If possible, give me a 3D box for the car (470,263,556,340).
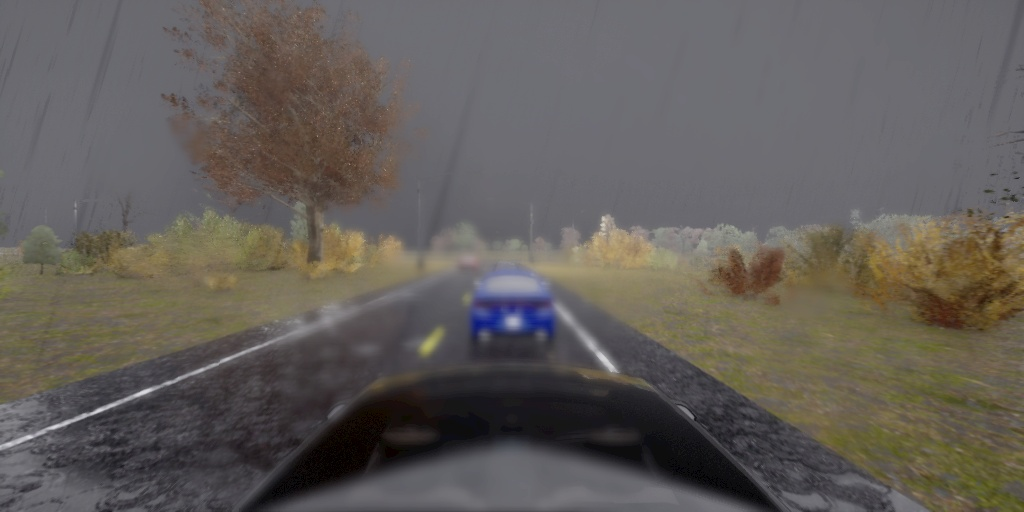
[{"bbox_3d":[0.015,1.124,9.606,1.882,1.535,5.008,0,1,0],"label":"car"}]

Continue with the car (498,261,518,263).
[{"bbox_3d":[-0.286,1.034,25.767,1.895,1.301,4.718,0,1,-1],"label":"car"}]

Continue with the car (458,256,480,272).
[{"bbox_3d":[-4.331,0.770,36.591,1.882,1.535,5.008,0,1,-2],"label":"car"}]
